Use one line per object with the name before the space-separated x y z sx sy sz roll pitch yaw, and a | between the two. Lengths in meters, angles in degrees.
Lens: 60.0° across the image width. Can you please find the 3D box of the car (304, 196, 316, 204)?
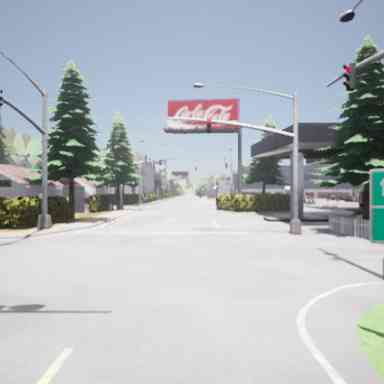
car | 22.342 1.566 64.242 1.970 1.475 3.806 0 0 0

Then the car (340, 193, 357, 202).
car | 34.726 1.504 72.064 2.007 1.523 4.514 0 0 0

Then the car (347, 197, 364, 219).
car | 14.306 1.510 25.154 3.866 1.878 1.905 0 0 0
